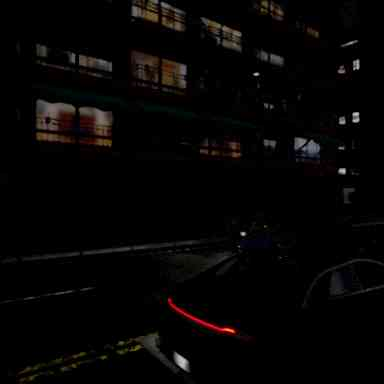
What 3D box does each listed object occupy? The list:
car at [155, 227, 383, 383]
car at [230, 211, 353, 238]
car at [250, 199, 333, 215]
[{"bbox_3d":[1.852,1.531,4.814,4.902,1.511,2.128,1,0,-36],"label":"car"},{"bbox_3d":[3.561,1.561,10.331,5.008,1.535,1.882,1,0,-36],"label":"car"},{"bbox_3d":[4.254,1.335,14.878,5.566,2.045,2.150,1,0,-37],"label":"car"}]
